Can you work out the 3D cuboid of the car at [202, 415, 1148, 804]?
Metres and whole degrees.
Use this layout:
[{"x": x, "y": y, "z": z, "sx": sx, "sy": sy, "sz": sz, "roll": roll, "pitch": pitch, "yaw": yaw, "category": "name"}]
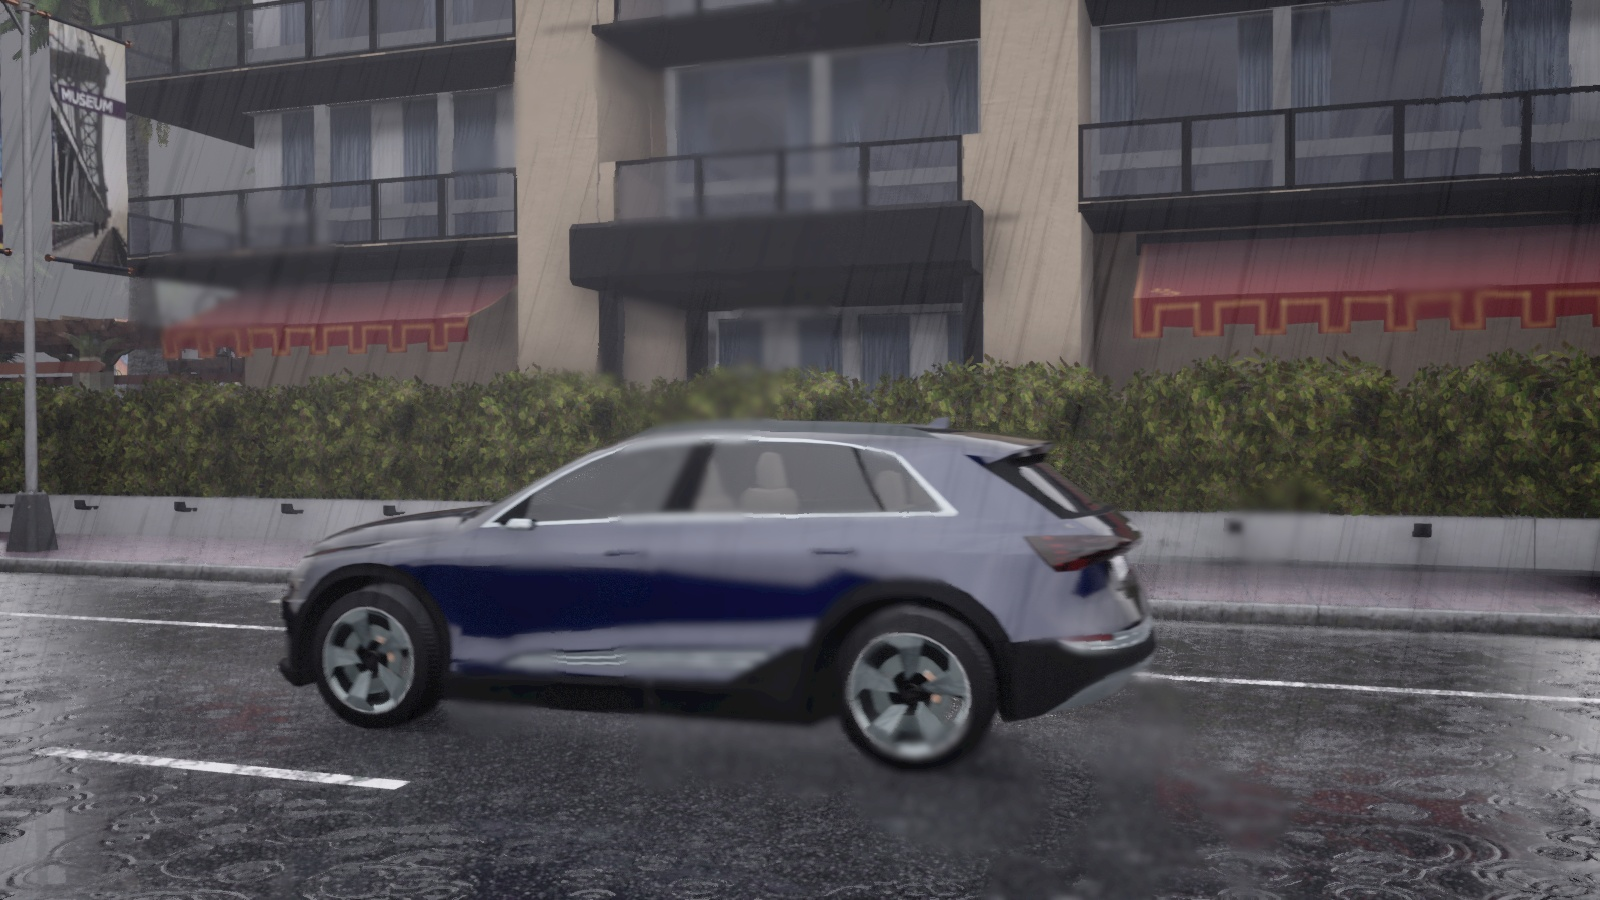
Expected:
[{"x": -0.619, "y": 0.642, "z": 7.029, "sx": 4.856, "sy": 1.649, "sz": 2.033, "roll": 1, "pitch": 1, "yaw": 18, "category": "car"}]
